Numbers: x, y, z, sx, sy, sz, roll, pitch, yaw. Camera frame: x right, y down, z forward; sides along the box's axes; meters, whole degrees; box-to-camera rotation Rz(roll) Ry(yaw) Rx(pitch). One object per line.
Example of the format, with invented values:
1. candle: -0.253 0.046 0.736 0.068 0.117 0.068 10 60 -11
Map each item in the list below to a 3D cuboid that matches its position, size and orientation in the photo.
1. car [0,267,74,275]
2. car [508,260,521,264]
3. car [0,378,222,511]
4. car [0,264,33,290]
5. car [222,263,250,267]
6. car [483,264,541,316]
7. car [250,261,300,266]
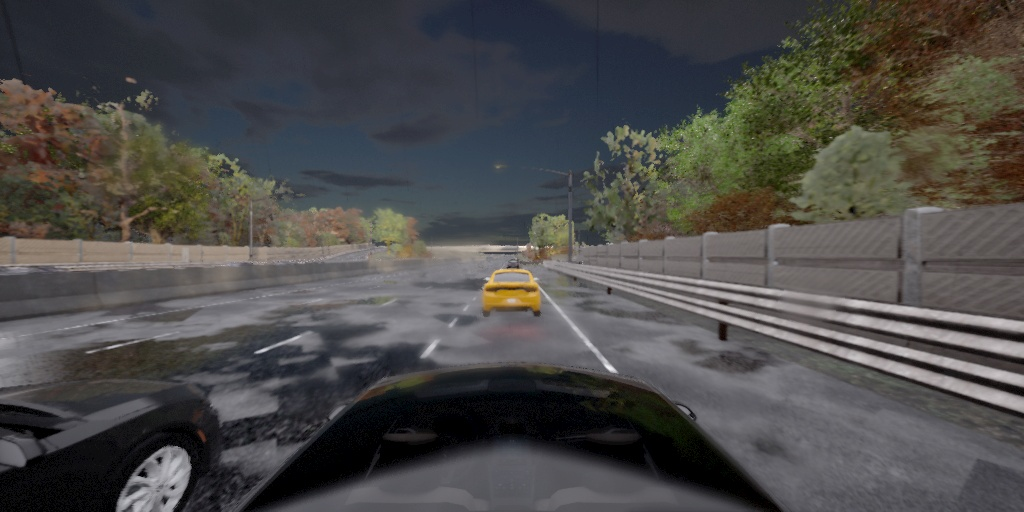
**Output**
1. car: -28.075 1.314 20.981 1.994 1.385 4.181 0 0 0
2. car: 0.386 1.312 56.075 1.812 1.442 4.674 0 0 5
3. car: -3.399 1.255 1.056 1.837 1.490 4.892 0 0 0
4. car: -31.586 1.242 20.400 2.128 1.511 4.902 0 0 0
5. car: -24.591 1.308 32.134 2.033 1.411 5.357 0 0 0
6. car: -0.004 1.227 13.419 1.882 1.535 5.008 0 0 0
7. car: -21.089 1.254 33.125 2.128 1.511 4.902 0 0 0
